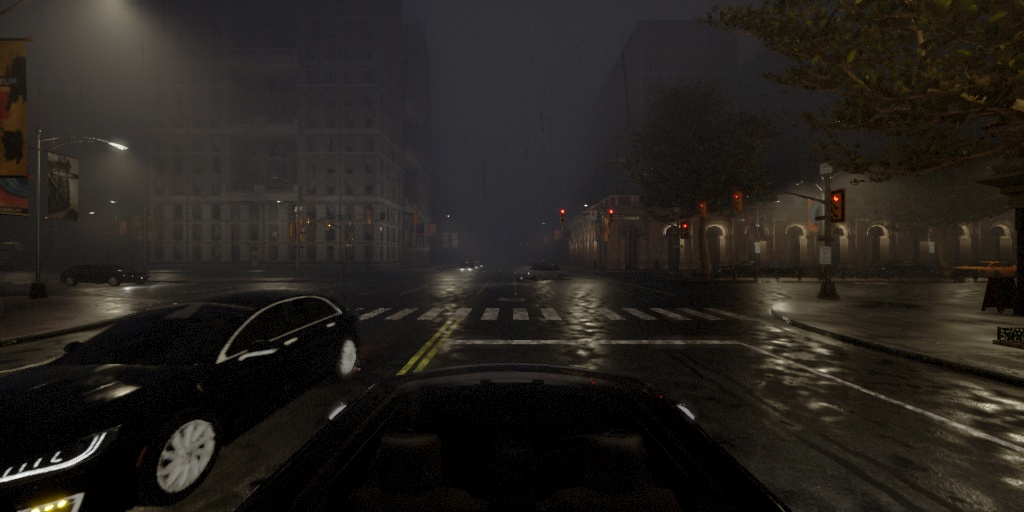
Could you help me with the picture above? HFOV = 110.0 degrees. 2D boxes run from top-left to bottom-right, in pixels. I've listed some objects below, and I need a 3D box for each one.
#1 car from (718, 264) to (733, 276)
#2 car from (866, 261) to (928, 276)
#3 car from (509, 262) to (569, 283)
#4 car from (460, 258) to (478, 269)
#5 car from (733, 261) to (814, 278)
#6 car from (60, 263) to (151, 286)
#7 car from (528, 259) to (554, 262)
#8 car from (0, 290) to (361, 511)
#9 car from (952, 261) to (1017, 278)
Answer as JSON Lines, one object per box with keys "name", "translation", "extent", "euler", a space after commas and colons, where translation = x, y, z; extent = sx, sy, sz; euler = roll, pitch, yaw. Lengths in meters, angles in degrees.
{"name": "car", "translation": [23.286, 1.241, 35.926], "extent": [4.902, 1.511, 2.128], "euler": [0, 0, 0]}
{"name": "car", "translation": [38.413, 1.241, 35.859], "extent": [4.902, 1.511, 2.128], "euler": [0, 0, 0]}
{"name": "car", "translation": [2.293, 1.351, 28.093], "extent": [4.718, 1.301, 1.895], "euler": [0, 0, -43]}
{"name": "car", "translation": [-7.152, 1.314, 58.088], "extent": [1.994, 1.385, 4.181], "euler": [0, 0, 0]}
{"name": "car", "translation": [23.528, 1.297, 32.424], "extent": [5.357, 1.411, 2.033], "euler": [0, 0, 0]}
{"name": "car", "translation": [-27.649, 1.255, 24.442], "extent": [4.892, 1.490, 1.837], "euler": [0, 0, 0]}
{"name": "car", "translation": [4.228, 1.241, 44.676], "extent": [2.128, 1.511, 4.902], "euler": [0, 0, -20]}
{"name": "car", "translation": [-3.573, 1.255, 4.448], "extent": [1.837, 1.490, 4.892], "euler": [0, 0, 0]}
{"name": "car", "translation": [42.860, 1.227, 32.334], "extent": [5.008, 1.535, 1.882], "euler": [0, 0, 0]}
